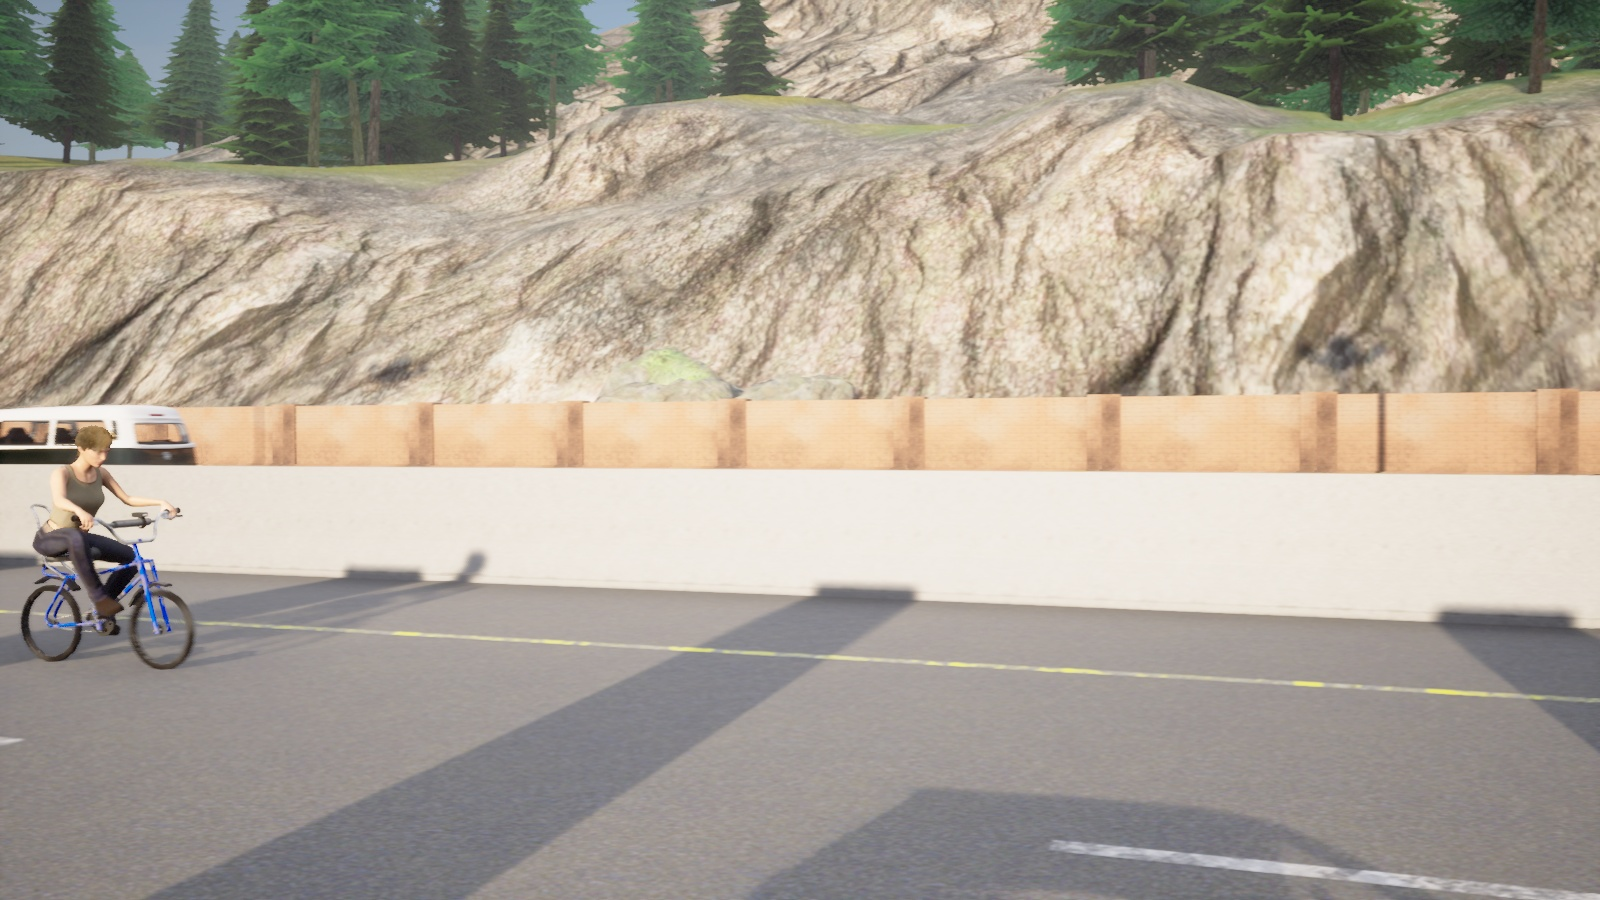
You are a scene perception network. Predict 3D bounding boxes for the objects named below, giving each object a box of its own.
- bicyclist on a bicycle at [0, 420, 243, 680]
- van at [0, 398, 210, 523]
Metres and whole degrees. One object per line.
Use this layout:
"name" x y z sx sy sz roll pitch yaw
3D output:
"bicyclist on a bicycle" -4.668 0.610 8.426 1.509 1.612 0.866 1 1 18
"van" -13.005 0.145 22.169 4.480 2.038 2.069 1 1 18
